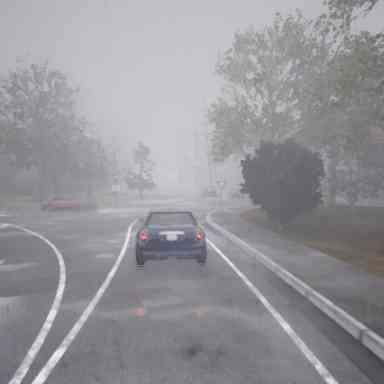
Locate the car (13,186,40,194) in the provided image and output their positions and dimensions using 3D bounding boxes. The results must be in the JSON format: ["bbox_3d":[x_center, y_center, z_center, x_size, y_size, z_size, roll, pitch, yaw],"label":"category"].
[{"bbox_3d":[-28.226,-0.279,56.864,4.181,1.385,1.994,-1,3,-45],"label":"car"}]

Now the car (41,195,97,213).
[{"bbox_3d":[-9.886,0.911,26.850,4.181,1.385,1.994,-1,3,-15],"label":"car"}]

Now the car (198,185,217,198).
[{"bbox_3d":[2.141,-0.166,47.552,2.097,1.767,4.553,0,2,-7],"label":"car"}]

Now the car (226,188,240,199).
[{"bbox_3d":[5.803,0.132,45.111,2.033,1.411,5.357,0,2,-2],"label":"car"}]

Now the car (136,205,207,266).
[{"bbox_3d":[-0.804,1.260,11.584,2.097,1.767,4.553,0,1,-6],"label":"car"}]
